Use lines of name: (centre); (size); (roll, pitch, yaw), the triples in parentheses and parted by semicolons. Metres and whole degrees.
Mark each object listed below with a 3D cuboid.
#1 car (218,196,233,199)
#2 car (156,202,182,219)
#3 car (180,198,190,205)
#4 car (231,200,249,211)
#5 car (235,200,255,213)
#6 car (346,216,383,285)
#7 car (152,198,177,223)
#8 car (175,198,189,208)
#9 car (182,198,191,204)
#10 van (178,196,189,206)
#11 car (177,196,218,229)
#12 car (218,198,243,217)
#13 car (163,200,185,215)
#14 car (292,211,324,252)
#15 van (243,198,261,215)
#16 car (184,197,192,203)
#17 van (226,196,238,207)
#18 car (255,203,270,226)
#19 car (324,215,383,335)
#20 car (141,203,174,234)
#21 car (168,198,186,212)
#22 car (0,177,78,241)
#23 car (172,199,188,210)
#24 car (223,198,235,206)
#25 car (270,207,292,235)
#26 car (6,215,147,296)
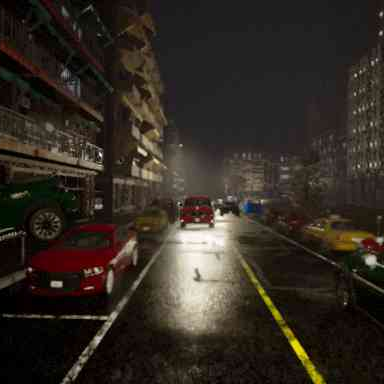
car: (3.993, 1.734, 45.271); (2.128, 1.511, 4.902); (1, 0, 2)
car: (-2.043, 1.639, 30.748); (2.008, 1.369, 4.403); (0, 0, 1)
car: (-1.287, 1.834, 63.898); (1.802, 1.307, 4.206); (0, 0, 1)
car: (6.712, 1.856, 47.131); (1.947, 1.339, 4.313); (0, 0, 1)
car: (6.590, 1.790, 41.774); (1.752, 1.417, 4.829); (0, 0, 1)
car: (5.829, 1.558, 8.454); (1.967, 1.590, 4.097); (0, 0, 1)
car: (-2.169, 1.379, 25.223); (2.192, 1.841, 5.009); (0, 0, 1)
car: (-1.539, 1.739, 52.848); (1.887, 1.381, 4.507); (0, 0, 1)
car: (-1.161, 1.863, 69.422); (1.802, 1.307, 4.206); (0, 0, 1)
van: (-1.411, 1.564, 58.374); (1.690, 1.788, 3.998); (0, 0, 1)
car: (0.390, 1.313, 22.737); (2.150, 2.045, 5.566); (1, 0, 2)
car: (3.770, 1.694, 33.926); (1.837, 1.490, 4.892); (1, 0, 2)
car: (-1.917, 1.665, 36.273); (2.008, 1.369, 4.403); (0, 0, 1)
car: (5.958, 1.667, 14.150); (1.752, 1.417, 4.829); (0, 0, 1)
van: (6.461, 1.579, 36.081); (1.690, 1.788, 3.998); (0, 0, 1)
car: (-0.908, 1.907, 80.473); (1.947, 1.339, 4.313); (0, 0, 1)
van: (6.966, 1.688, 58.183); (1.690, 1.788, 3.998); (0, 0, 1)
car: (6.206, 1.770, 25.029); (1.802, 1.307, 4.206); (0, 0, 1)
car: (3.826, 1.427, 4.931); (2.097, 1.767, 4.553); (1, 0, 4)
car: (-2.300, 1.565, 19.528); (1.752, 1.417, 4.829); (0, 0, 1)
car: (-1.790, 1.580, 41.797); (1.967, 1.590, 4.097); (0, 0, 1)
car: (-5.605, 0.610, 7.603); (5.566, 2.045, 2.150); (-23, 18, -39)
car: (-1.665, 1.733, 47.322); (1.947, 1.339, 4.313); (0, 0, 1)
car: (7.094, 1.902, 63.875); (1.752, 1.417, 4.829); (0, 0, 1)
car: (6.080, 1.746, 19.505); (1.802, 1.307, 4.206); (0, 0, 1)
car: (-2.549, 1.539, 8.647); (1.887, 1.381, 4.507); (1, 0, 1)
